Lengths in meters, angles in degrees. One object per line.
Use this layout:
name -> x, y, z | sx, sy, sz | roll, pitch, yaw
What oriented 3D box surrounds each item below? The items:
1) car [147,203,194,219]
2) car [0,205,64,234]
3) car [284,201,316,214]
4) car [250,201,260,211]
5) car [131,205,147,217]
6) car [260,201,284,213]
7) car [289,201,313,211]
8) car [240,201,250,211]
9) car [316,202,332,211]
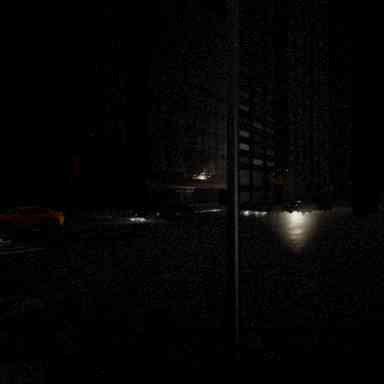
car -> -1.746, 1.852, 32.907 | 2.128, 1.511, 4.902 | 0, -1, 36
car -> -10.553, 1.637, 20.790 | 1.882, 1.535, 5.008 | 0, -1, 35
car -> 14.203, 2.085, 43.448 | 1.837, 1.490, 4.892 | 0, -1, 37
car -> 11.279, 2.148, 50.563 | 2.128, 1.511, 4.902 | 0, -1, 37
car -> -4.003, 1.927, 35.330 | 2.033, 1.411, 5.357 | 0, -1, 36
car -> 11.806, 2.144, 45.676 | 2.033, 1.411, 5.357 | 0, -1, 37
car -> 17.660, 2.222, 53.754 | 2.128, 1.511, 4.902 | 0, -1, 36
car -> 8.928, 2.150, 52.845 | 1.882, 1.535, 5.008 | 0, -1, 37
car -> 20.283, 2.267, 51.834 | 2.033, 1.411, 5.357 | 0, -1, 36
